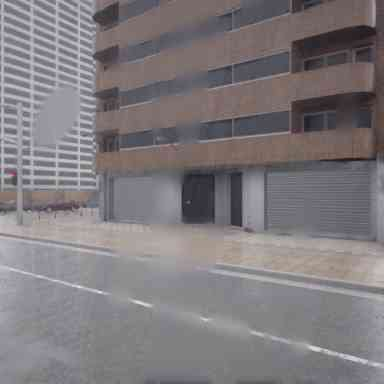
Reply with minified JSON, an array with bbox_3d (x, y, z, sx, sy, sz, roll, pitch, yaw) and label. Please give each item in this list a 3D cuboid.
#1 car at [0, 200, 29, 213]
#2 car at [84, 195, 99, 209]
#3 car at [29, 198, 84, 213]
[{"bbox_3d":[-19.538,1.547,37.414,2.033,1.411,5.357,0,0,35],"label":"car"},{"bbox_3d":[-13.463,1.564,46.160,1.994,1.385,4.181,0,0,35],"label":"car"},{"bbox_3d":[-15.167,1.477,37.575,1.882,1.535,5.008,0,0,35],"label":"car"}]
